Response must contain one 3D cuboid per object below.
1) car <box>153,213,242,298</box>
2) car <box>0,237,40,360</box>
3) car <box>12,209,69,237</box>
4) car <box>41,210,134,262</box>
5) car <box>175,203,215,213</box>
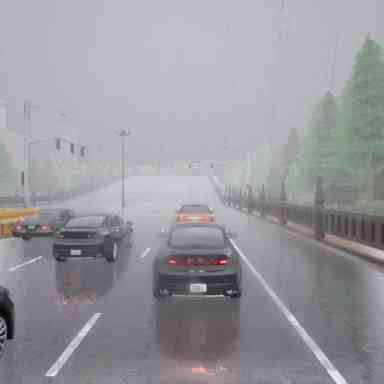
[{"bbox_3d":[0.124,1.505,8.497,1.837,1.490,4.892,0,0,0],"label":"car"},{"bbox_3d":[-3.393,1.491,2.717,2.128,1.511,4.902,0,0,0],"label":"car"},{"bbox_3d":[-6.853,1.547,16.733,2.033,1.411,5.357,0,0,0],"label":"car"},{"bbox_3d":[-3.365,1.505,12.071,1.837,1.490,4.892,0,0,0],"label":"car"},{"bbox_3d":[0.150,1.352,17.512,2.097,1.767,4.553,0,0,0],"label":"car"}]
